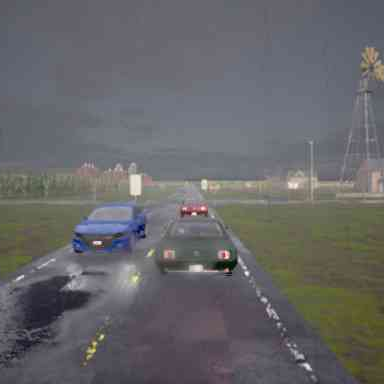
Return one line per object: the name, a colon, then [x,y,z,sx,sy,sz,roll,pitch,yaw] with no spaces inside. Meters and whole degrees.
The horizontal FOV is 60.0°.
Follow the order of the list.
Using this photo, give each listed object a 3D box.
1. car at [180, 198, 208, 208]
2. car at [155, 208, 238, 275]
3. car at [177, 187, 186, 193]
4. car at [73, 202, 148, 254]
car: [0.148,1.053,23.371,1.895,1.301,4.718,0,1,0]
car: [0.115,1.374,9.638,1.895,1.301,4.718,0,1,0]
car: [-2.519,-0.432,80.592,1.837,1.490,4.892,0,1,0]
car: [-2.809,1.186,12.372,1.882,1.535,5.008,0,1,0]
